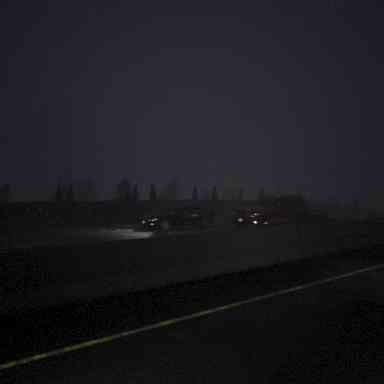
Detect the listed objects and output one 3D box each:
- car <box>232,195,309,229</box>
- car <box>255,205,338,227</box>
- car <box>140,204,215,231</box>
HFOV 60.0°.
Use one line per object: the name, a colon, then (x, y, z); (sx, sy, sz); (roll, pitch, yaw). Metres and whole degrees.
car: (4.998, 1.210, 20.441); (5.566, 2.045, 2.150); (0, 0, -35)
car: (5.444, 1.556, 16.462); (4.181, 1.385, 1.994); (0, 0, -35)
car: (-0.823, 1.500, 20.594); (4.892, 1.490, 1.837); (0, 0, -35)
